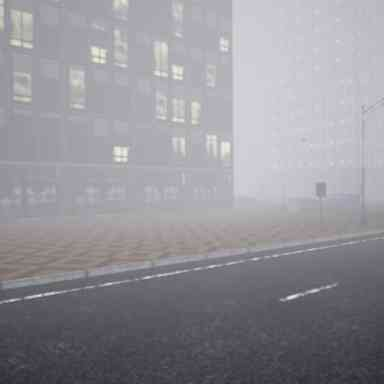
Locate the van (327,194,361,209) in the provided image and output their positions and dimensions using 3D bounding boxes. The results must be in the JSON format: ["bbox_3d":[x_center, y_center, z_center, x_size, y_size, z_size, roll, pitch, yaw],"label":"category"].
[{"bbox_3d":[18.510,1.123,40.589,1.690,1.788,3.998,0,0,-34],"label":"van"}]

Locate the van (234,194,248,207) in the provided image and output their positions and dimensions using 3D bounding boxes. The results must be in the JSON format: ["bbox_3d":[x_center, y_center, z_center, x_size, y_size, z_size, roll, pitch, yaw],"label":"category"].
[{"bbox_3d":[5.270,1.157,45.002,1.690,1.788,3.998,0,0,-34],"label":"van"}]

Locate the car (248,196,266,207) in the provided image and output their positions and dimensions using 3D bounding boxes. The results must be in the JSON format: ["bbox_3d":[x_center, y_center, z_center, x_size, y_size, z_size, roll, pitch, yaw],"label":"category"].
[{"bbox_3d":[7.950,1.299,45.665,1.837,1.490,4.892,-1,1,-34],"label":"car"}]

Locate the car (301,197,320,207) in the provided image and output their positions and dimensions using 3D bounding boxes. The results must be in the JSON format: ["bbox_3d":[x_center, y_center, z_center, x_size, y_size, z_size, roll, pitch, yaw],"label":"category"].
[{"bbox_3d":[15.333,1.302,45.126,1.887,1.381,4.507,0,0,-34],"label":"car"}]
